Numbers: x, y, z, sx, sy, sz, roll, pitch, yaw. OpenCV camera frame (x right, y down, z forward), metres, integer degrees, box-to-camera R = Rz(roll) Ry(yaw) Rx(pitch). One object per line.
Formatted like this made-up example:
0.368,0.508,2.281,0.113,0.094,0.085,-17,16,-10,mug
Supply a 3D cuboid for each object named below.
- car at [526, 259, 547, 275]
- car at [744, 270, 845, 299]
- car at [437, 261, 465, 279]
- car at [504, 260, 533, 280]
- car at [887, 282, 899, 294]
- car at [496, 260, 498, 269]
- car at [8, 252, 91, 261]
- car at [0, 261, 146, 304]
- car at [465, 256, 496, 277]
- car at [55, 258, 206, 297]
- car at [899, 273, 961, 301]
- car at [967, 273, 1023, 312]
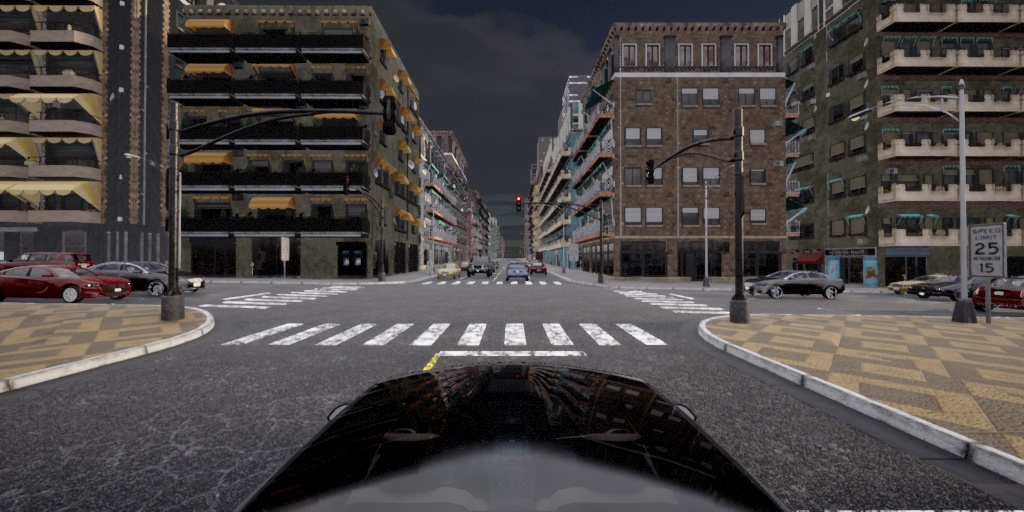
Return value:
2.717,1.301,38.263,1.888,1.381,4.507,0,0,0,car
15.318,1.521,19.647,4.902,1.511,2.128,1,-1,-1,car
-5.668,1.280,32.590,1.751,1.417,4.829,0,0,0,car
0.331,1.301,30.725,2.033,1.411,5.357,0,0,-2,car
26.261,1.753,22.272,4.829,1.417,1.751,0,0,0,car
-3.068,1.262,45.206,1.837,1.490,4.892,0,0,0,car
-28.632,0.685,21.928,5.009,1.841,2.192,0,0,0,car
-17.254,1.010,13.626,4.507,1.381,1.888,0,0,0,car
-3.076,0.976,35.167,2.150,2.045,5.566,0,0,0,car
-16.737,0.990,16.233,4.902,1.511,2.128,1,-1,-1,car
25.178,1.731,19.710,5.357,1.411,2.033,1,-1,0,car
20.843,1.499,13.920,4.097,1.591,1.967,0,0,0,car
